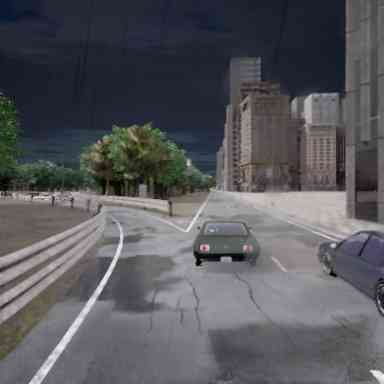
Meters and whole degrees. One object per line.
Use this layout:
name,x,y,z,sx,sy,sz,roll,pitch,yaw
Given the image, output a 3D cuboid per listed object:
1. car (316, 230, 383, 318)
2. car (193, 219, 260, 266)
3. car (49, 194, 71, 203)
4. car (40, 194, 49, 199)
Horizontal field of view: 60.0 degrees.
car,4.328,1.524,7.079,2.033,1.411,5.357,0,0,4
car,1.103,1.582,11.483,1.895,1.301,4.718,0,0,4
car,-22.913,1.156,58.591,1.837,1.490,4.892,-1,1,-42
car,-29.558,0.972,66.428,1.895,1.301,4.718,-1,1,-35
